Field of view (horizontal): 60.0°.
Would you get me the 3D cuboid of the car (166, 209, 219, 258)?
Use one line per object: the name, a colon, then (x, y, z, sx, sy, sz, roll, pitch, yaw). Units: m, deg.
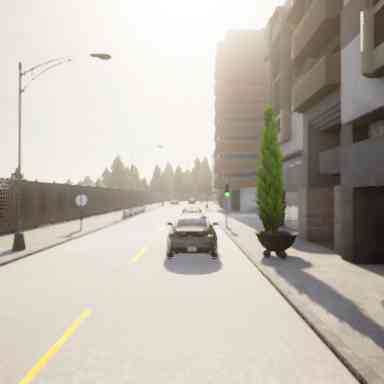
car: (0.016, 1.657, 13.478, 1.837, 1.490, 4.892, 0, 0, 0)

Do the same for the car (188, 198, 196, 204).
car: (0.015, 2.417, 83.370, 1.837, 1.490, 4.892, 0, -1, 0)

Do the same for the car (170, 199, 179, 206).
car: (-3.987, 2.371, 76.763, 1.812, 1.442, 4.674, 0, -1, 0)

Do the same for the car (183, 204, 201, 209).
car: (0.018, 1.913, 28.215, 1.895, 1.301, 4.718, 0, -1, 0)

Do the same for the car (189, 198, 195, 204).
car: (0.018, 2.507, 93.786, 1.812, 1.442, 4.674, 0, -1, 0)
